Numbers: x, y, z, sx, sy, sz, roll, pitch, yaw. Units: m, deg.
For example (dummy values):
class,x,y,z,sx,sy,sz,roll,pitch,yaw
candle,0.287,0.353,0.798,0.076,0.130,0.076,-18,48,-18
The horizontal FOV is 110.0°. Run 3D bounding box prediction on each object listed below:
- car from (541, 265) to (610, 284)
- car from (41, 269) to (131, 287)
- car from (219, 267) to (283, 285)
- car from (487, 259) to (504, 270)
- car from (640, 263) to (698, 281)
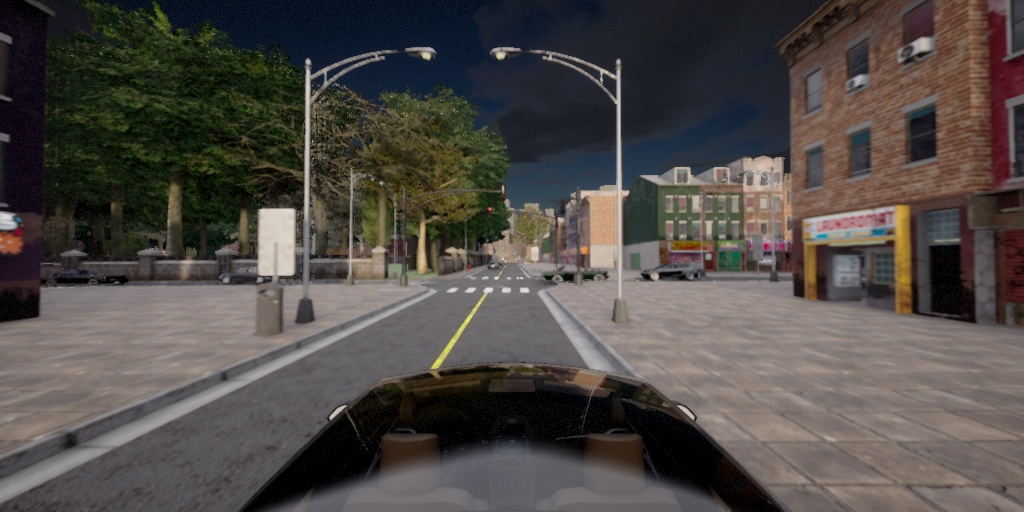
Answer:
class,x,y,z,sx,sy,sz,roll,pitch,yaw
car,4.497,1.309,25.684,4.718,1.301,1.895,-1,-1,0
car,-30.513,1.601,25.688,4.718,1.301,1.895,-1,-1,0
car,-20.592,1.505,28.316,4.403,1.370,2.007,0,0,0
car,-2.793,1.319,55.243,2.128,1.511,4.902,0,0,0
car,12.393,1.241,28.314,4.313,1.339,1.948,0,0,0
